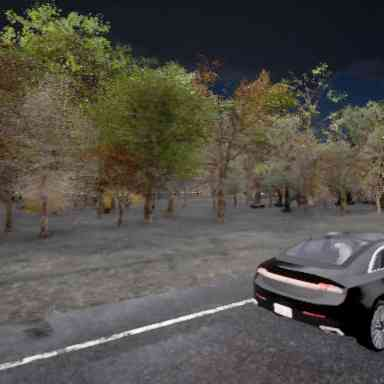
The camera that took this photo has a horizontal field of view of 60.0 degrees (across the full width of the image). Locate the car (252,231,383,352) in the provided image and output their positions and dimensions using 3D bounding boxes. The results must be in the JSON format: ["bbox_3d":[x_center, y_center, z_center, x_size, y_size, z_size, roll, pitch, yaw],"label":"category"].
[{"bbox_3d":[3.286,1.495,6.212,4.902,1.511,2.128,0,0,-36],"label":"car"}]
